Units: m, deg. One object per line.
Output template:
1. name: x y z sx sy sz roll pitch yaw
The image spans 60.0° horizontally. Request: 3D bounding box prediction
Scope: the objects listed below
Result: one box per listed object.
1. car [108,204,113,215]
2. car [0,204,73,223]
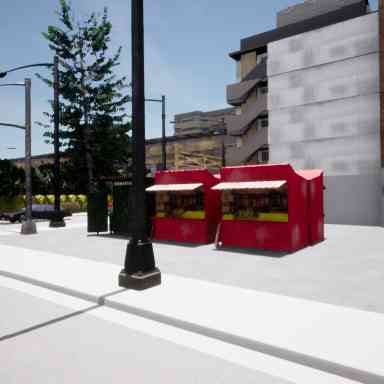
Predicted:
1. car: -6.893 1.490 34.590 2.097 1.767 4.553 -1 -1 36
2. car: -12.427 1.686 26.946 2.033 1.411 5.357 -1 -1 36
